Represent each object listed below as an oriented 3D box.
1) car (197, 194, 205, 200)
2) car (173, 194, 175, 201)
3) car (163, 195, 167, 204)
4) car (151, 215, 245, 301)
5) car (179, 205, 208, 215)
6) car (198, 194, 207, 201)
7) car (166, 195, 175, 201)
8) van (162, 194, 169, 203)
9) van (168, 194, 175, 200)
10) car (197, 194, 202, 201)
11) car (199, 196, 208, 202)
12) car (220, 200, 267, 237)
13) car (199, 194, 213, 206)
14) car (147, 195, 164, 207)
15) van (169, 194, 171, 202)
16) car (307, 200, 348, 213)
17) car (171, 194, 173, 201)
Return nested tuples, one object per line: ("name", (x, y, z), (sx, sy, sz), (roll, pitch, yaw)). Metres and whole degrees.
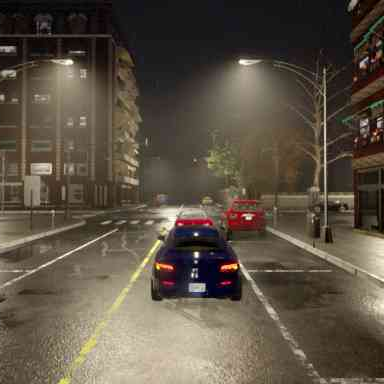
("car", (2.579, 1.395, 94.923), (2.192, 1.841, 5.009), (1, 0, 0))
("car", (-5.782, 1.610, 78.306), (2.008, 1.369, 4.403), (1, 0, 0))
("car", (-5.753, 1.619, 56.151), (1.802, 1.307, 4.206), (1, 0, 0))
("car", (0.090, 1.529, 8.193), (1.812, 1.442, 4.674), (0, 0, 0))
("car", (0.076, 1.609, 17.936), (1.895, 1.301, 4.718), (0, 0, 0))
("car", (2.594, 1.381, 83.848), (2.192, 1.841, 5.009), (1, 0, 0))
("car", (-5.798, 1.624, 89.383), (2.008, 1.369, 4.403), (1, 0, 0))
("van", (-5.756, 1.383, 61.690), (1.690, 1.788, 3.998), (1, 0, 0))
("van", (-5.801, 1.421, 94.922), (1.690, 1.788, 3.998), (1, 0, 0))
("car", (2.605, 1.604, 72.770), (2.008, 1.369, 4.403), (1, 0, 0))
("car", (2.597, 1.626, 78.309), (1.947, 1.339, 4.313), (1, 0, 0))
("car", (2.683, 1.323, 18.126), (2.192, 1.841, 5.009), (1, 0, 0))
("car", (2.628, 1.562, 56.327), (1.752, 1.417, 4.829), (1, 0, 0))
("car", (-5.745, 1.614, 50.614), (1.802, 1.307, 4.206), (1, 0, 0))
("van", (-5.763, 1.388, 67.229), (1.690, 1.788, 3.998), (1, 0, 0))
("car", (15.163, 1.609, 37.176), (4.313, 1.339, 1.947), (0, -1, 0))
("car", (-5.775, 1.635, 72.767), (1.802, 1.307, 4.206), (1, 0, 0))
